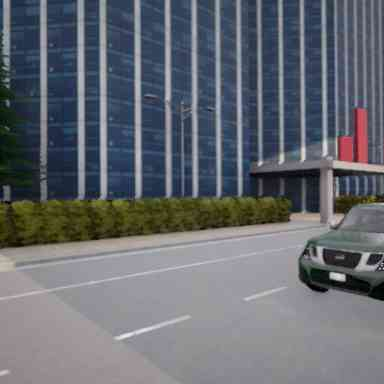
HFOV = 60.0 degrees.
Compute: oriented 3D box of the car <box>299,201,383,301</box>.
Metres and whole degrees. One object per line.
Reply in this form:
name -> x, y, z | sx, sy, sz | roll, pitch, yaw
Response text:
car -> 4.904, 1.264, 8.082 | 5.566, 2.045, 2.150 | 0, -1, -39
